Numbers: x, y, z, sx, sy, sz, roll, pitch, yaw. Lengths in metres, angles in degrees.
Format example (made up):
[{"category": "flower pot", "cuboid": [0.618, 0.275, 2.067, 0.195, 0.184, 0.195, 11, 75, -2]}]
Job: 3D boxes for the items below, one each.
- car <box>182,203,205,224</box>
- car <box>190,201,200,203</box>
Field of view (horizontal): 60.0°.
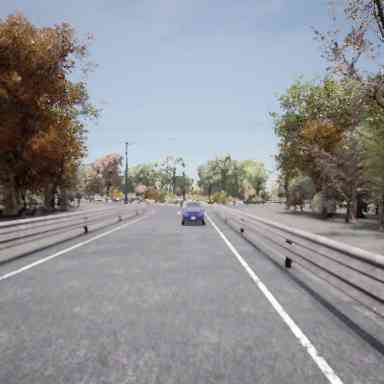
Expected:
[{"category": "car", "cuboid": [0.107, 1.919, 28.495, 1.812, 1.442, 4.674, 0, -1, 0]}, {"category": "car", "cuboid": [0.482, 2.142, 48.533, 1.837, 1.490, 4.892, -1, 0, 5]}]
